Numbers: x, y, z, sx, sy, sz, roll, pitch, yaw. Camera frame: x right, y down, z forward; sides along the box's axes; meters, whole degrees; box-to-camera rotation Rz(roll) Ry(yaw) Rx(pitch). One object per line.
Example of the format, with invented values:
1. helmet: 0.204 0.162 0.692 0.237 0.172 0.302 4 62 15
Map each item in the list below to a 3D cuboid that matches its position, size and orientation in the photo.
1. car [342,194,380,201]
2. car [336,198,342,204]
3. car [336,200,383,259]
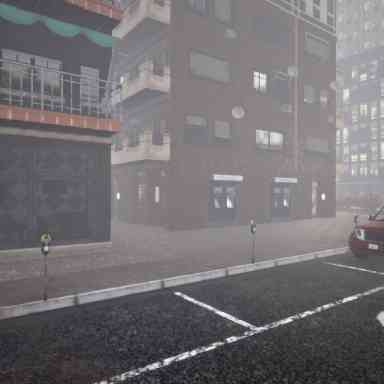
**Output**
1. car: 19.319 1.112 38.940 2.192 1.841 5.009 1 0 -36
2. car: 12.706 1.333 34.186 1.802 1.307 4.206 1 0 -36
3. car: 7.472 1.318 11.407 5.009 1.841 2.192 0 0 -35
